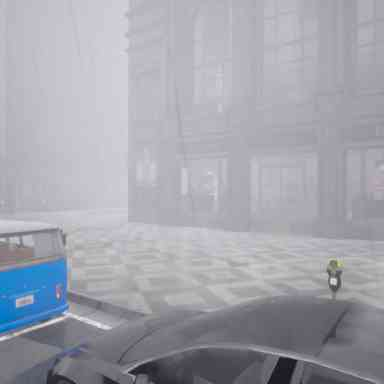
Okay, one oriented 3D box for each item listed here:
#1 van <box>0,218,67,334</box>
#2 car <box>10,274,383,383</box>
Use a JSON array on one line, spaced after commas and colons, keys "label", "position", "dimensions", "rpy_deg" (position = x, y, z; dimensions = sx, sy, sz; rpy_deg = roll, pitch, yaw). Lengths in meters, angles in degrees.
[{"label": "van", "position": [-3.922, 1.340, 5.882], "dimensions": [3.998, 1.788, 1.690], "rpy_deg": [0, 0, 36]}, {"label": "car", "position": [0.671, 1.566, 2.594], "dimensions": [4.313, 1.339, 1.947], "rpy_deg": [0, 0, 36]}]
